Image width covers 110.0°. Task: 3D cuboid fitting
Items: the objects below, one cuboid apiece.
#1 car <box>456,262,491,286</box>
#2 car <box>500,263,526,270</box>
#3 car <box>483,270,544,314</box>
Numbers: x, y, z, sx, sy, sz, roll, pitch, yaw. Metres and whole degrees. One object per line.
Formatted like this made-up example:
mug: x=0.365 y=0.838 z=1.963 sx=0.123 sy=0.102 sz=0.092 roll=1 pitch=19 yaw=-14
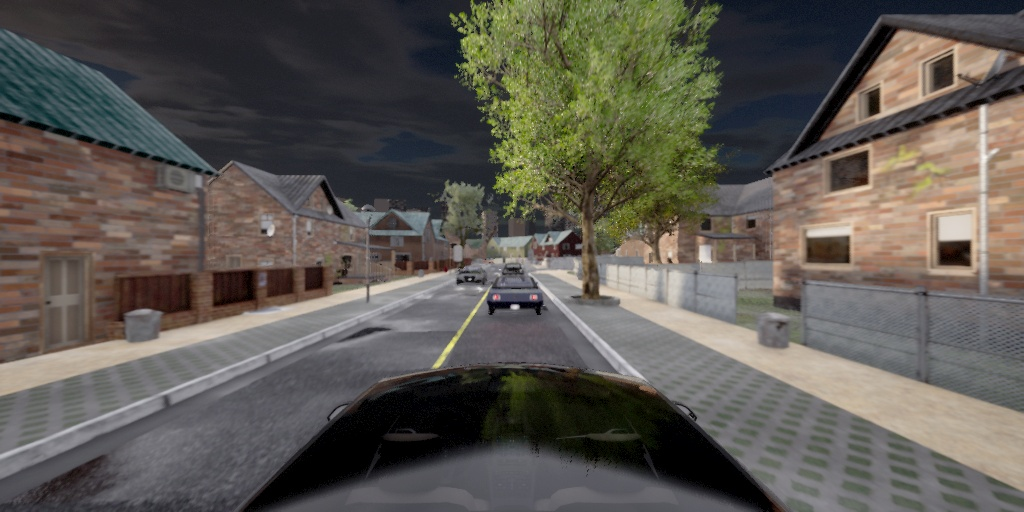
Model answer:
car: x=-2.837 y=1.374 z=26.011 sx=1.994 sy=1.385 sz=4.181 roll=0 pitch=0 yaw=0
car: x=0.102 y=1.323 z=29.693 sx=1.837 sy=1.490 sz=4.892 roll=0 pitch=0 yaw=0
car: x=0.101 y=1.382 z=13.879 sx=1.895 sy=1.301 sz=4.718 roll=0 pitch=0 yaw=0
